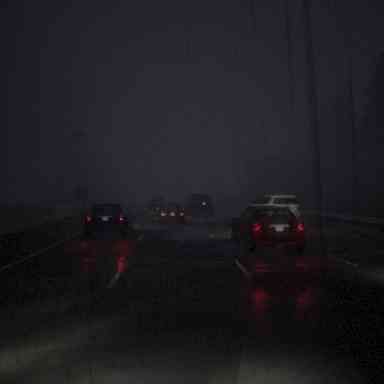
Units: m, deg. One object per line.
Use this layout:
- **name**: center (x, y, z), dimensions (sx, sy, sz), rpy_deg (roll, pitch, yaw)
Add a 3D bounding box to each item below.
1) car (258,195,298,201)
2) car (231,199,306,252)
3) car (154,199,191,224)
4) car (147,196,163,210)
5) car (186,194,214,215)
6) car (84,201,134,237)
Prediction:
- **car**: center (5.638, 1.187, 23.242), dimensions (2.150, 2.045, 5.566), rpy_deg (0, 0, -7)
- **car**: center (2.971, 1.332, 13.921), dimensions (2.097, 1.767, 4.553), rpy_deg (0, 0, -4)
- **car**: center (-1.572, 1.521, 24.639), dimensions (2.033, 1.411, 5.357), rpy_deg (0, 0, -7)
- **car**: center (-4.474, 1.310, 41.692), dimensions (2.097, 1.767, 4.553), rpy_deg (0, 0, -12)
- **car**: center (0.663, 1.182, 33.526), dimensions (2.150, 2.045, 5.566), rpy_deg (0, 0, -9)
- **car**: center (-4.418, 1.337, 18.297), dimensions (2.097, 1.767, 4.553), rpy_deg (0, 0, -5)
